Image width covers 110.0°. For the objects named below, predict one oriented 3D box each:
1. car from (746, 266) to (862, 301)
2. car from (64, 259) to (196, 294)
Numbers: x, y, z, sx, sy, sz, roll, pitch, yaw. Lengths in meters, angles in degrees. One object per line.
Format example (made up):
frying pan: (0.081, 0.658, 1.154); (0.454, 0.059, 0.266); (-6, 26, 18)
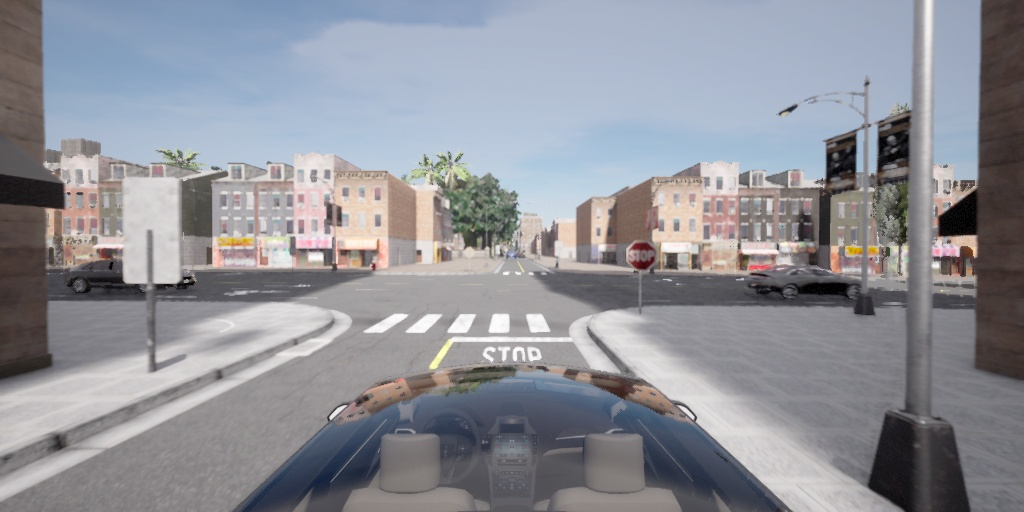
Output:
car: (13.661, 1.202, 16.706); (4.902, 1.511, 2.128); (1, 1, 0)
car: (-17.487, 0.911, 16.553); (4.892, 1.490, 1.837); (0, 1, 0)
